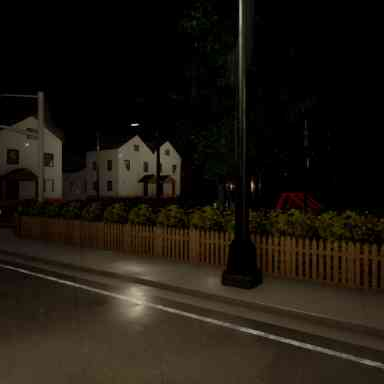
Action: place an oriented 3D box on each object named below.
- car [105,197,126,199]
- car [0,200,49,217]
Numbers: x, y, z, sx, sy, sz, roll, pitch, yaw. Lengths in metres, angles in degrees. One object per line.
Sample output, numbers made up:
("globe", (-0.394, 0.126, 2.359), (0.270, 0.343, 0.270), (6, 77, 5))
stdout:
("car", (-9.389, 1.351, 38.811), (2.097, 1.767, 4.553), (0, 0, 35))
("car", (-15.037, 1.490, 30.641), (2.128, 1.511, 4.902), (0, 0, 35))
